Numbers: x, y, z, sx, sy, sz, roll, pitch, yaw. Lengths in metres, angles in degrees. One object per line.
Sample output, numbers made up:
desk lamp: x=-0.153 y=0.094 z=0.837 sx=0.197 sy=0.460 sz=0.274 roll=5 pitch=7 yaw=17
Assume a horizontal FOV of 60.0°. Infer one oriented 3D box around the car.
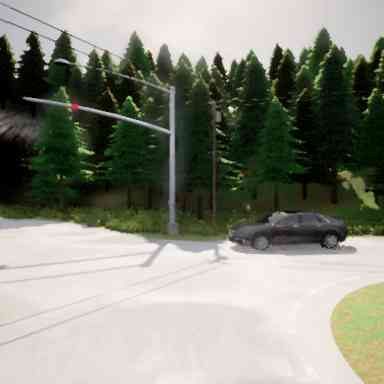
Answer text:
car: x=3.971 y=1.545 z=13.869 sx=4.892 sy=1.490 sz=1.837 roll=0 pitch=0 yaw=-9
